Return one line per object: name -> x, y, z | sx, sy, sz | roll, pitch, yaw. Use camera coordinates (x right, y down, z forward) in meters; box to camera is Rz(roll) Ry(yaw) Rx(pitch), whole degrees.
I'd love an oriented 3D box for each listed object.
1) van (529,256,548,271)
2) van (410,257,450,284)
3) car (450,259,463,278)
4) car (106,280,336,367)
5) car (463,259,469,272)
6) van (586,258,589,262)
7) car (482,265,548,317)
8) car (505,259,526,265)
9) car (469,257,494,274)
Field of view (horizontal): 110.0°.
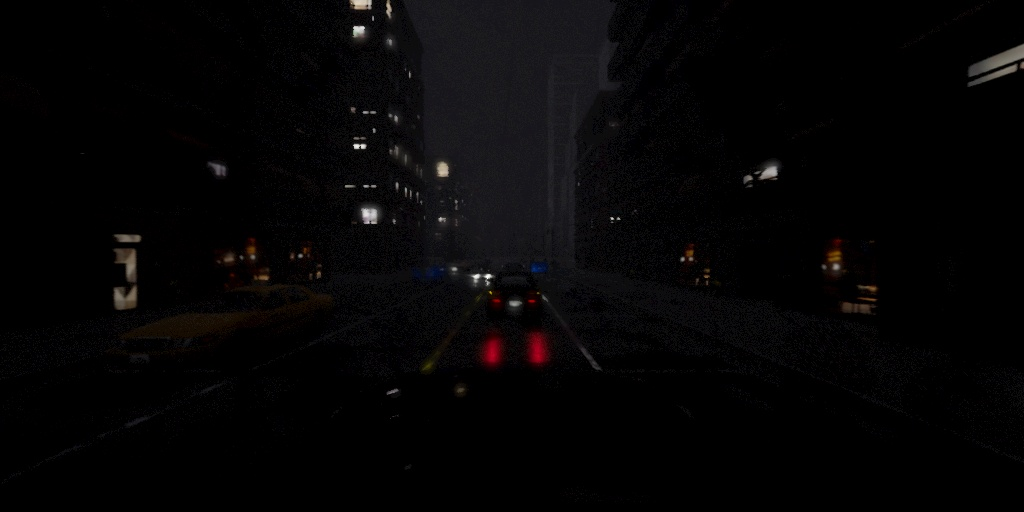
van -> 2.693, 0.932, 36.353 | 1.690, 1.789, 3.998 | 0, 0, 0
van -> -5.689, 0.983, 25.062 | 1.690, 1.789, 3.998 | 0, 0, 0
car -> -5.689, 1.167, 30.725 | 2.007, 1.370, 4.403 | 0, 0, 0
car -> -5.690, 1.246, 7.900 | 1.751, 1.417, 4.829 | 0, 0, 0
car -> -5.687, 1.091, 41.883 | 1.751, 1.417, 4.829 | 0, 0, 0
van -> 14.694, 0.860, 59.371 | 3.998, 1.789, 1.690 | 0, 0, 0
car -> 0.089, 1.224, 12.833 | 1.812, 1.442, 4.674 | 0, 0, 0
car -> 0.090, 1.192, 27.975 | 1.994, 1.385, 4.181 | 0, 0, 0
car -> -3.084, 1.147, 38.221 | 1.994, 1.385, 4.181 | 0, 0, 0
